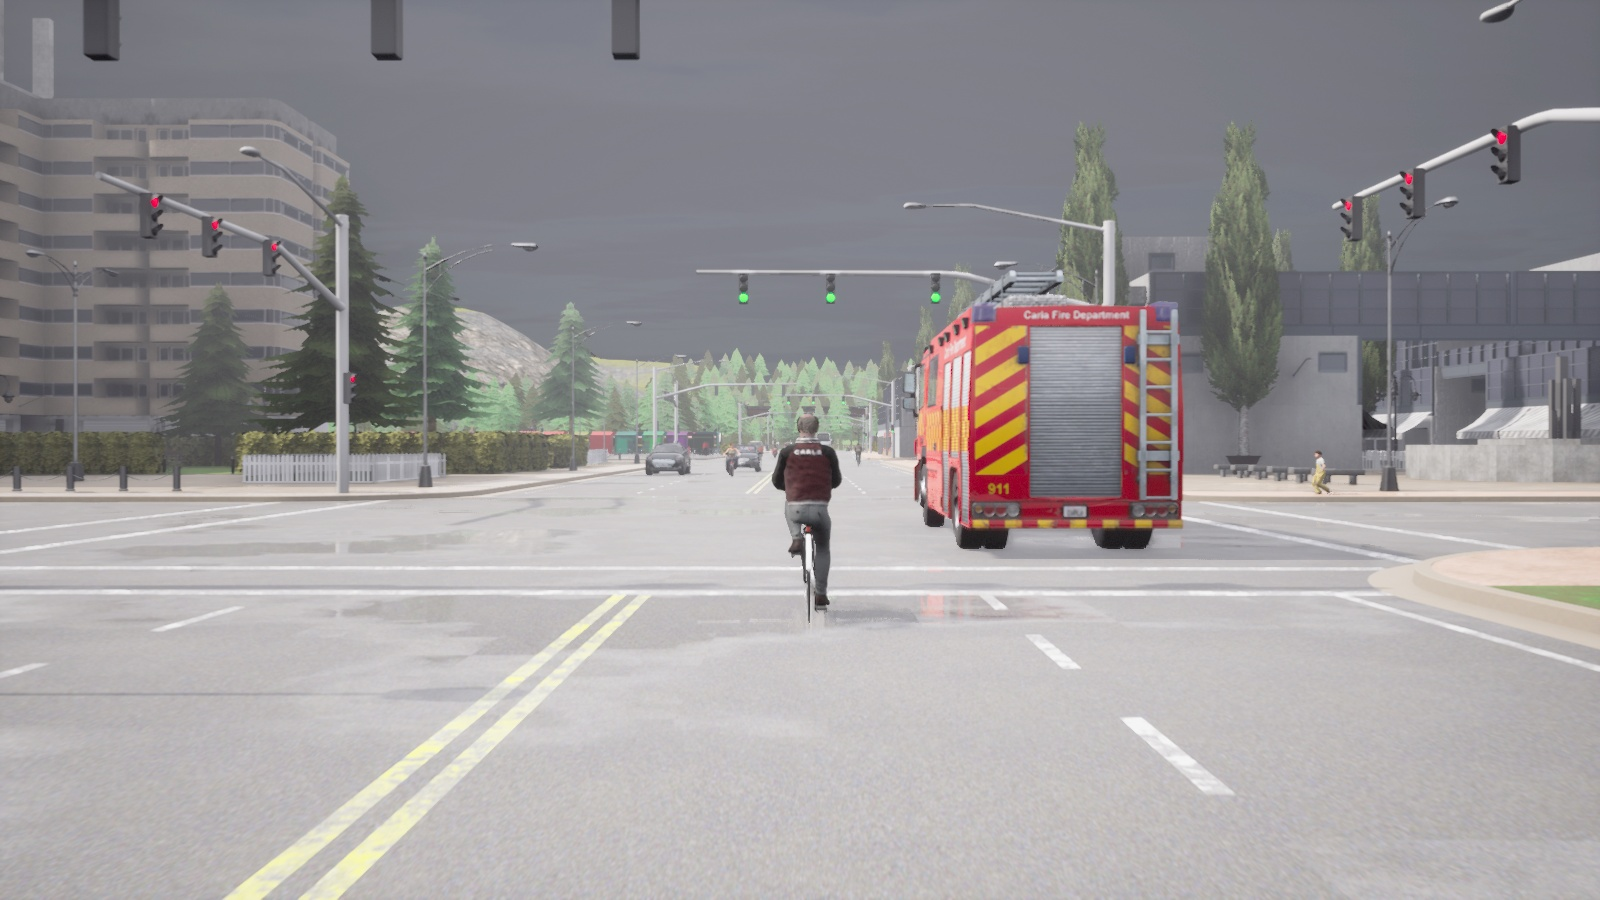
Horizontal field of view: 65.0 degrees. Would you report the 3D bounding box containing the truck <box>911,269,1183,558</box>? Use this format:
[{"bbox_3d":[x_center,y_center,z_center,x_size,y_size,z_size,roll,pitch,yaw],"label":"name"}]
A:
[{"bbox_3d":[3.634,-0.500,20.836,2.891,3.827,8.468,0,0,0],"label":"truck"}]

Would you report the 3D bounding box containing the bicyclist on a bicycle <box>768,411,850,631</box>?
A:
[{"bbox_3d":[0.069,0.572,11.078,0.659,1.776,1.843,0,0,0],"label":"bicyclist on a bicycle"}]

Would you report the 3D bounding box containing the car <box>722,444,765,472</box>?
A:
[{"bbox_3d":[-3.093,0.415,69.469,2.128,1.511,4.902,0,0,0],"label":"car"}]

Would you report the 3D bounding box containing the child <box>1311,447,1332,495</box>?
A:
[{"bbox_3d":[13.843,0.560,33.349,0.437,1.263,0.270,0,0,-6],"label":"child"}]

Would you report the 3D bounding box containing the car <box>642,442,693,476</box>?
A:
[{"bbox_3d":[-6.629,0.412,63.182,2.033,1.649,4.856,0,0,0],"label":"car"}]
